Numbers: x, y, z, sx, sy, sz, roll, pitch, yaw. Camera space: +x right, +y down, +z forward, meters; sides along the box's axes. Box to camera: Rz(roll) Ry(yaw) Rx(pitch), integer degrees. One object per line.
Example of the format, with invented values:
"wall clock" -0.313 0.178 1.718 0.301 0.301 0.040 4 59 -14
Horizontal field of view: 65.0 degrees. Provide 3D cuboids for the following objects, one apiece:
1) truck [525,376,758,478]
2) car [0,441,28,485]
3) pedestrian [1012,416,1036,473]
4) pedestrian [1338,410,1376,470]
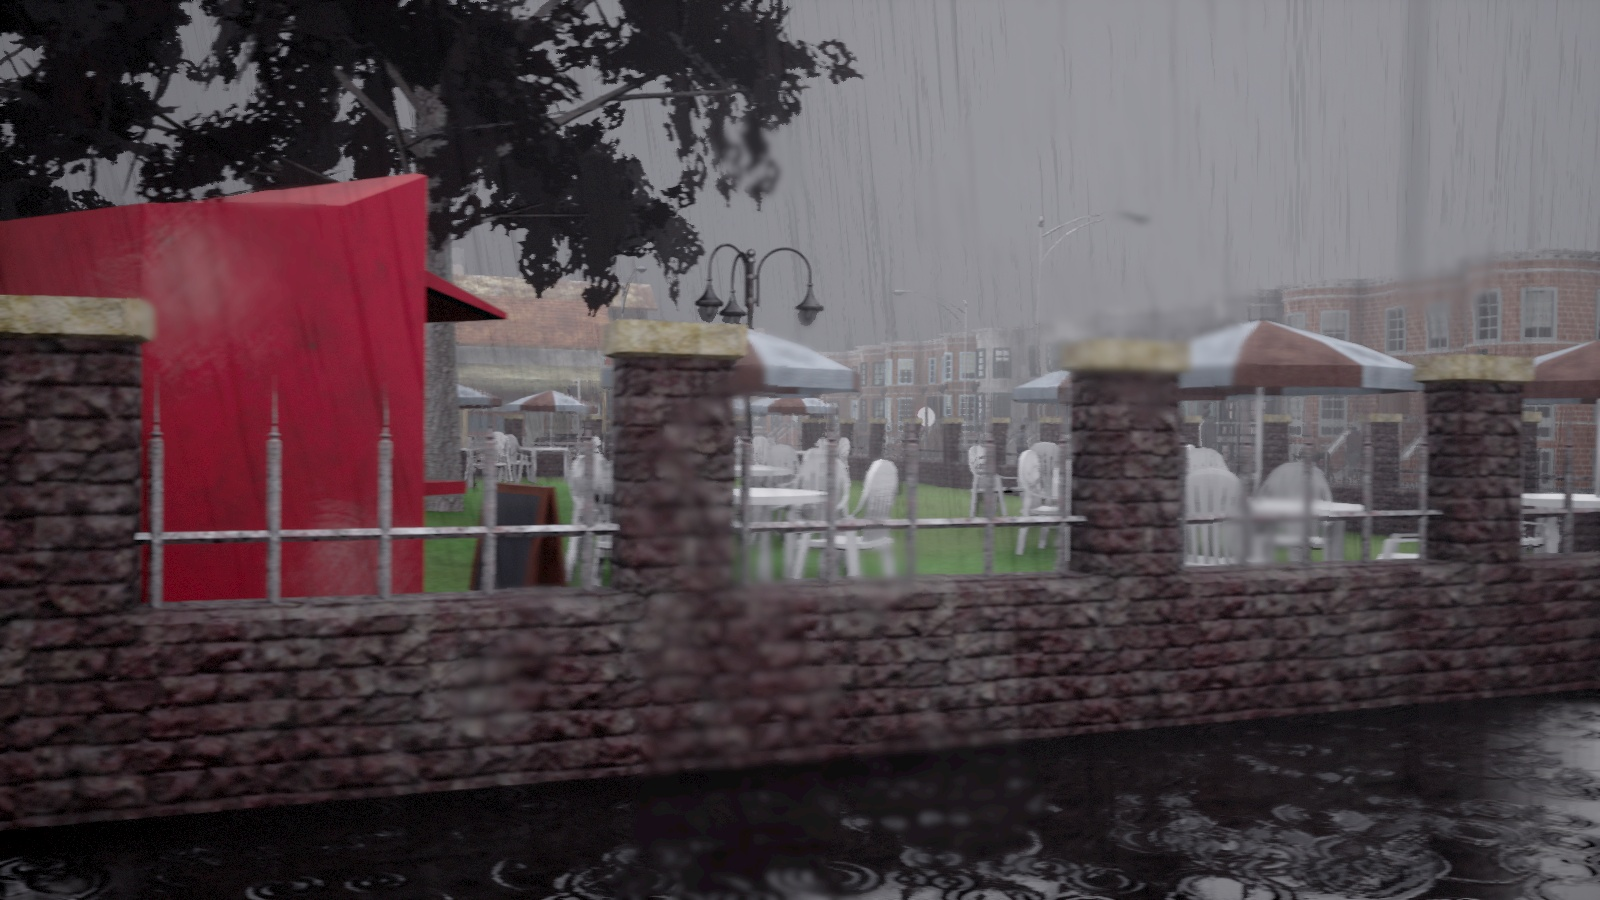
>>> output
"truck" -5.754 -0.865 45.688 7.936 3.462 2.891 -1 1 -21
"car" -28.375 0.457 41.415 4.674 1.442 1.812 -1 1 -21
"pedestrian" 7.667 -0.190 43.031 0.788 1.949 0.423 -2 1 -45
"pedestrian" 17.417 -0.320 39.286 0.634 1.844 0.899 -1 1 -17
